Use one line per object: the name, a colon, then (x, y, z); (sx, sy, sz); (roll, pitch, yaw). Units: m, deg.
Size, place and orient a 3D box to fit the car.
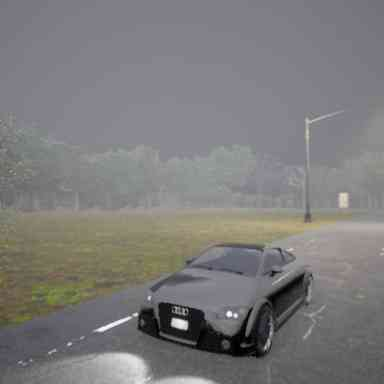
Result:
car: (0.914, 1.700, 6.352); (1.994, 1.385, 4.181); (-1, -1, 33)
